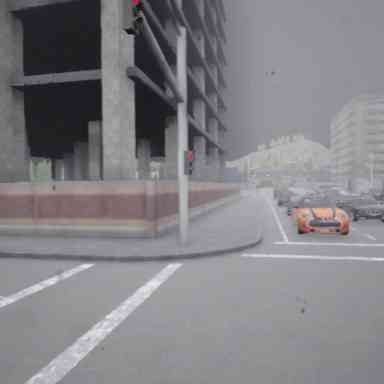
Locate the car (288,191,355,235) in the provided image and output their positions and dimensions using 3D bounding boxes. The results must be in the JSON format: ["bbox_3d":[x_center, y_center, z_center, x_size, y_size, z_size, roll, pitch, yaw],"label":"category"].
[{"bbox_3d":[6.055,0.992,16.160,2.097,1.767,4.553,-1,1,12],"label":"car"}]

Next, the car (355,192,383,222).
[{"bbox_3d":[10.667,1.005,20.966,1.837,1.490,4.892,0,1,12],"label":"car"}]

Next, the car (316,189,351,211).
[{"bbox_3d":[12.551,0.678,29.800,2.097,1.767,4.553,0,1,12],"label":"car"}]

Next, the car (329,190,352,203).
[{"bbox_3d":[19.115,0.542,43.075,1.812,1.442,4.674,-1,1,12],"label":"car"}]

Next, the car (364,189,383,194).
[{"bbox_3d":[22.305,0.359,41.252,2.097,1.767,4.553,-1,1,12],"label":"car"}]

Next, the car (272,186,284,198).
[{"bbox_3d":[13.889,0.146,52.659,2.150,2.045,5.566,-1,1,12],"label":"car"}]

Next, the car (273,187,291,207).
[{"bbox_3d":[10.185,0.607,35.631,2.097,1.767,4.553,-1,1,11],"label":"car"}]

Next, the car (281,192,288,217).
[{"bbox_3d":[7.931,0.992,24.945,1.812,1.442,4.674,-1,1,12],"label":"car"}]

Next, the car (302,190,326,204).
[{"bbox_3d":[14.978,0.592,41.132,2.128,1.511,4.902,0,1,13],"label":"car"}]
